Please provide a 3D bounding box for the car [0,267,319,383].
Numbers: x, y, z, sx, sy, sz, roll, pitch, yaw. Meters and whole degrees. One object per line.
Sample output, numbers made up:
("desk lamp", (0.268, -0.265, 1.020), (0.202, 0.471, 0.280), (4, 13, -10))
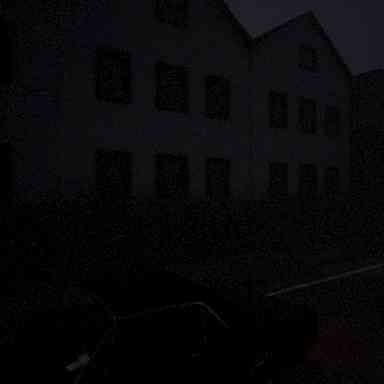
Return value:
("car", (-0.896, 1.596, 3.346), (4.718, 1.301, 1.895), (0, 0, -35))
